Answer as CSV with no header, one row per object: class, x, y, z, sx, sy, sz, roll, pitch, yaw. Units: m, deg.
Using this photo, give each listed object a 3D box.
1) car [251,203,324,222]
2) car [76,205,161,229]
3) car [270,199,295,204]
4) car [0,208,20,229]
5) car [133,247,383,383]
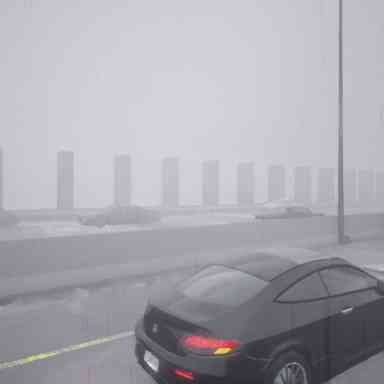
car,5.907,1.597,20.435,4.718,1.301,1.895,0,0,-33
car,-4.692,1.550,21.854,5.357,1.411,2.033,0,0,-33
car,9.332,1.520,35.064,4.674,1.442,1.812,0,0,-32
car,-12.960,1.571,20.466,4.181,1.385,1.994,0,0,-35
car,1.495,1.524,4.644,4.674,1.442,1.812,0,0,-34
